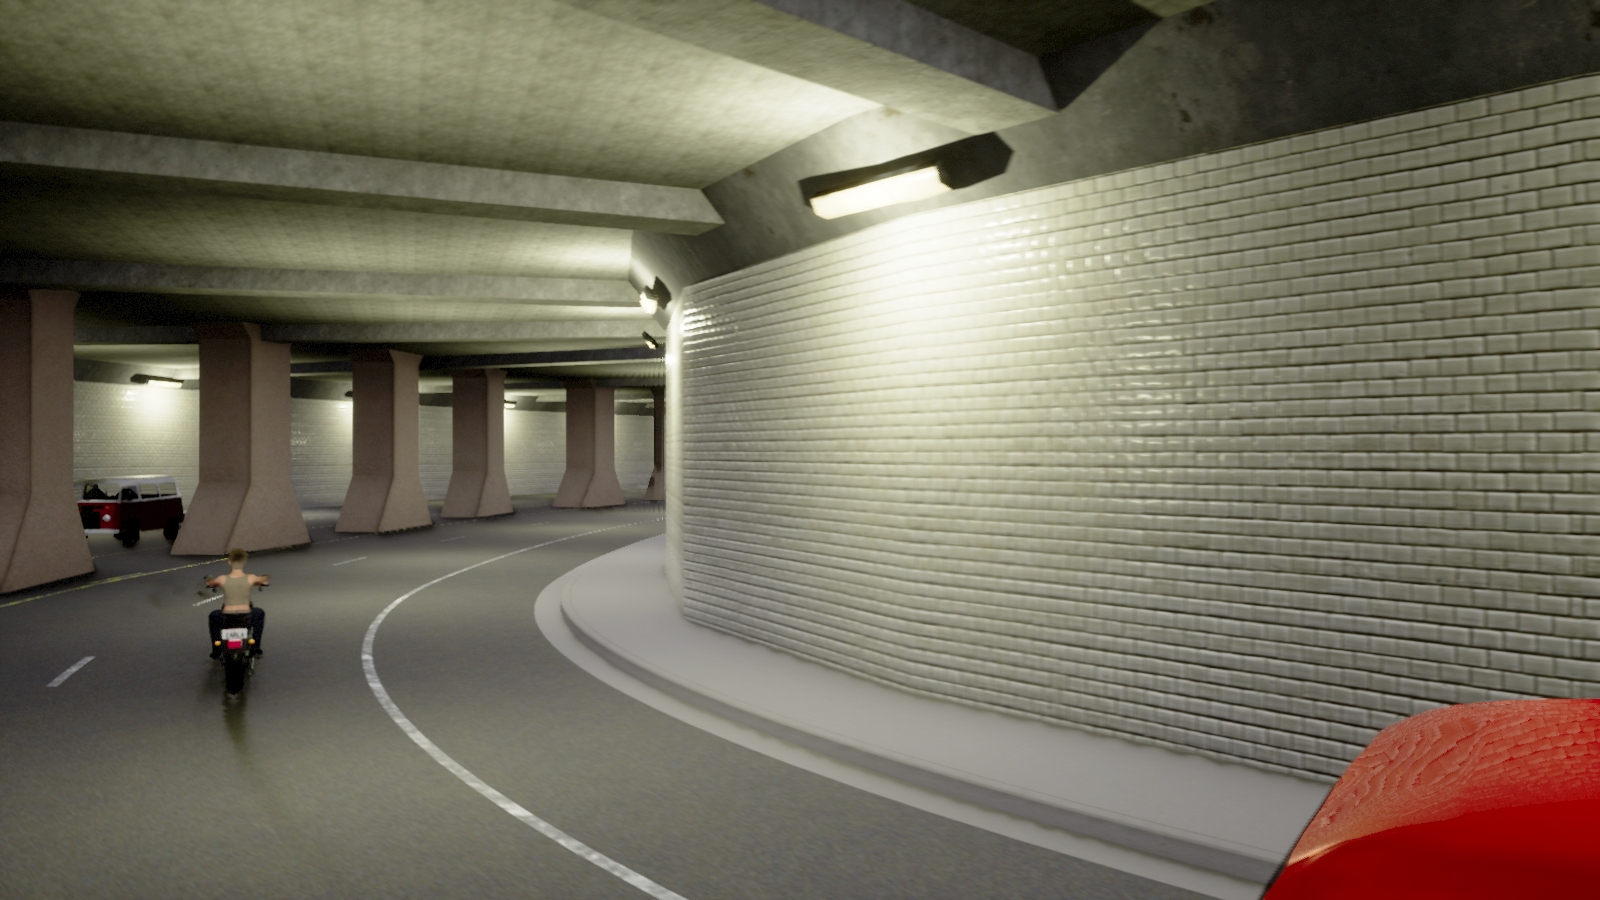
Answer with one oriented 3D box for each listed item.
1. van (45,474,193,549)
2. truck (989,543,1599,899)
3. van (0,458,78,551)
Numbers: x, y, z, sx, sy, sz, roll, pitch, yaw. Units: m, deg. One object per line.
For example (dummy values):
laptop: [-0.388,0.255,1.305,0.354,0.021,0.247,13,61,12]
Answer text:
van: [-20.433,1.787,34.542,2.069,2.038,4.480,0,0,-4]
truck: [3.197,1.571,1.482,5.204,2.467,2.627,0,0,35]
van: [-23.247,1.538,32.082,1.988,2.561,5.915,0,0,3]
